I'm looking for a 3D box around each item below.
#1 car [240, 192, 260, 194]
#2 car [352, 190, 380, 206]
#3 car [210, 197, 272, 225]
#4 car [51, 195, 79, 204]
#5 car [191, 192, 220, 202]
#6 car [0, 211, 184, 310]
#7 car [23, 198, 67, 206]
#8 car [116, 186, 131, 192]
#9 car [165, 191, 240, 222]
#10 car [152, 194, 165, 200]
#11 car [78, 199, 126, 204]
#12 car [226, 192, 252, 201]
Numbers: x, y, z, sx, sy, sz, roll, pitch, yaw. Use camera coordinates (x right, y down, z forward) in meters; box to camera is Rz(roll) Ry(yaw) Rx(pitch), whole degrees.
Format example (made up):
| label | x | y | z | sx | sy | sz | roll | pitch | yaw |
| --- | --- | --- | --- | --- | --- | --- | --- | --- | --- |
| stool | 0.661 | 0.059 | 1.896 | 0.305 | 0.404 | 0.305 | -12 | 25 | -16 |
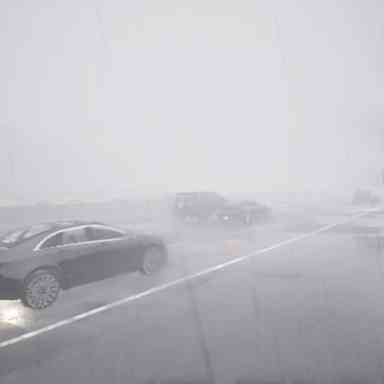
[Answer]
| label | x | y | z | sx | sy | sz | roll | pitch | yaw |
| --- | --- | --- | --- | --- | --- | --- | --- | --- | --- |
| car | 9.902 | 0.703 | 53.192 | 2.033 | 1.411 | 5.357 | -1 | 1 | 38 |
| car | 18.919 | 0.520 | 36.064 | 2.097 | 1.767 | 4.553 | -1 | 1 | 37 |
| car | 3.455 | 1.207 | 21.334 | 1.837 | 1.490 | 4.892 | -1 | 1 | 37 |
| car | -13.045 | 1.381 | 34.653 | 1.882 | 1.535 | 5.008 | -1 | 1 | 37 |
| car | 2.297 | 0.848 | 54.753 | 2.033 | 1.411 | 5.357 | -1 | 1 | 38 |
| car | -2.626 | 1.417 | 7.798 | 2.128 | 1.511 | 4.902 | -1 | 1 | 38 |
| car | -13.396 | 1.531 | 28.432 | 1.994 | 1.385 | 4.181 | -1 | 1 | 37 |
| car | -14.391 | -0.394 | 68.126 | 1.812 | 1.442 | 4.674 | -1 | 3 | 24 |
| car | 0.896 | 0.951 | 23.754 | 2.150 | 2.045 | 5.566 | -1 | 1 | 37 |
| car | -3.120 | 0.944 | 41.904 | 2.097 | 1.767 | 4.553 | -1 | 1 | 37 |
| car | -7.327 | 1.375 | 30.608 | 2.033 | 1.411 | 5.357 | -1 | 1 | 37 |
| car | 8.006 | 0.704 | 56.537 | 2.033 | 1.411 | 5.357 | -1 | 1 | 38 |
